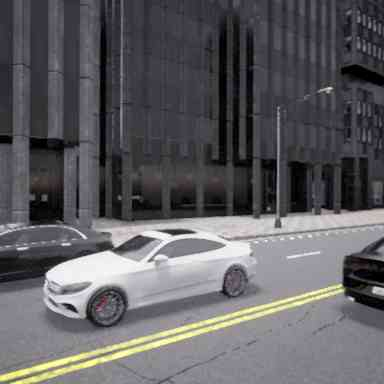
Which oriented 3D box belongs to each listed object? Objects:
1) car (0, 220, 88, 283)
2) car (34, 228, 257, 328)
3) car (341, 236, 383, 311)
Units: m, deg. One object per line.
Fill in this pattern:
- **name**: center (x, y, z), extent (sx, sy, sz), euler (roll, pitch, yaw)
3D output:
- **car**: center (-4.392, 1.527, 8.484), extent (4.892, 1.490, 1.837), euler (0, 0, -35)
- **car**: center (-0.626, 1.558, 7.147), extent (4.674, 1.442, 1.812), euler (0, 0, -35)
- **car**: center (5.189, 1.536, 6.989), extent (5.008, 1.535, 1.882), euler (1, 0, -35)
